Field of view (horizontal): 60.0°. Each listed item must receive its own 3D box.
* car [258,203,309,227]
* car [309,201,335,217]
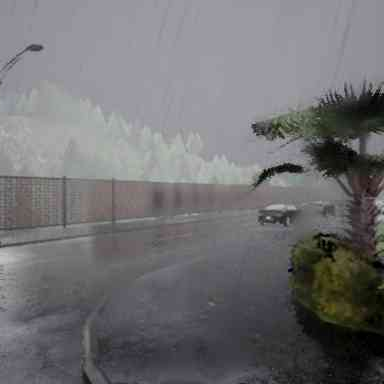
[{"bbox_3d":[6.410,1.540,23.612,1.882,1.535,5.008,0,0,36],"label":"car"},{"bbox_3d":[12.356,1.560,31.937,2.128,1.511,4.902,0,0,35],"label":"car"}]
